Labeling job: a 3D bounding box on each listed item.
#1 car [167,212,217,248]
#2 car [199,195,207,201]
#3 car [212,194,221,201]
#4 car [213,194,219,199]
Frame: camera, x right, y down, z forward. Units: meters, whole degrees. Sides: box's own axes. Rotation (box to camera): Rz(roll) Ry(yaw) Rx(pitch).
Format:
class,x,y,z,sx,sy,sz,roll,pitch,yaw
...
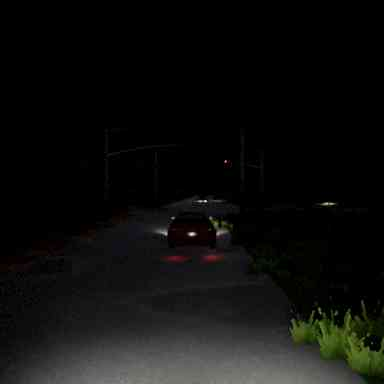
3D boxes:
class,x,y,z,sx,sy,sz,roll,pitch,yaw
car,0.000,1.571,14.650,1.994,1.385,4.181,0,0,0
car,2.867,1.511,85.757,1.994,1.385,4.181,0,0,3
car,6.153,1.444,81.230,1.895,1.301,4.718,0,0,3
car,6.815,1.296,94.935,1.837,1.490,4.892,0,0,3
